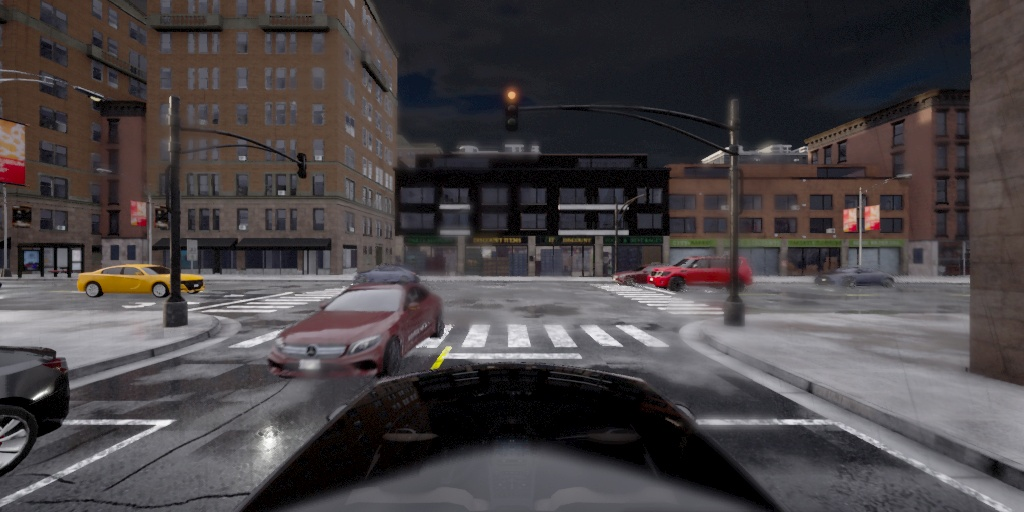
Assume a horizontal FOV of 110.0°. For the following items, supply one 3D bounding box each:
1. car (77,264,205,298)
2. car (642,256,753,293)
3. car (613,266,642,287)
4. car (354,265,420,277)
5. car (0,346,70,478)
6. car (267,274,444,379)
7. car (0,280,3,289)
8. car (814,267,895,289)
[{"bbox_3d":[-17.782,1.149,17.356,5.008,1.535,1.882,0,0,0],"label":"car"},{"bbox_3d":[10.929,1.035,20.941,5.566,2.045,2.150,0,0,0],"label":"car"},{"bbox_3d":[9.227,1.329,24.186,4.674,1.442,1.812,0,0,0],"label":"car"},{"bbox_3d":[-8.333,1.280,24.099,4.181,1.385,1.994,0,0,0],"label":"car"},{"bbox_3d":[-5.387,1.316,1.866,1.948,1.339,4.313,0,0,0],"label":"car"},{"bbox_3d":[-2.706,1.275,7.395,1.812,1.442,4.674,0,0,4],"label":"car"},{"bbox_3d":[-27.848,1.150,17.310,4.674,1.442,1.812,0,0,0],"label":"car"},{"bbox_3d":[23.068,1.439,24.250,4.181,1.385,1.994,0,0,0],"label":"car"}]
